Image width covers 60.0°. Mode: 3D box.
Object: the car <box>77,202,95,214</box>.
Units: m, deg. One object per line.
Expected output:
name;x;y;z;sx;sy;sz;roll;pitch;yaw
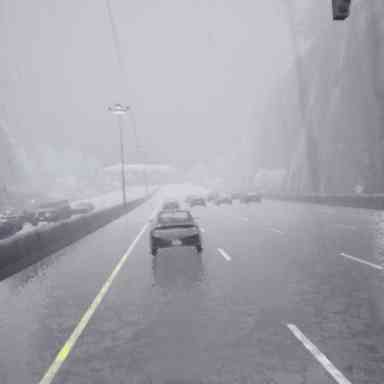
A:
car;-13.239;1.980;40.744;1.882;1.535;5.008;-3;1;-3

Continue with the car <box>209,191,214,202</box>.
car;3.414;0.687;53.942;2.097;1.767;4.553;-3;1;-4

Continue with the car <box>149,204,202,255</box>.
car;-0.696;1.497;13.534;2.128;1.511;4.902;-3;0;-4

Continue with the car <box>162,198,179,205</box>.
car;-2.379;1.442;37.889;1.812;1.442;4.674;-3;1;-4

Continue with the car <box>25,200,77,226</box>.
car;-12.555;1.812;30.064;2.150;2.045;5.566;-3;1;-4

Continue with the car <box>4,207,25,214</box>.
car;-16.235;2.373;32.982;1.895;1.301;4.718;-3;1;-4

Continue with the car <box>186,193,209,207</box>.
car;0.647;1.145;43.338;1.882;1.535;5.008;-3;1;-4

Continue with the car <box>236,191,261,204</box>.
car;7.619;0.739;43.817;1.882;1.535;5.008;-3;1;-4

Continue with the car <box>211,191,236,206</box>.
car;4.107;0.986;43.992;1.812;1.442;4.674;-3;1;-4

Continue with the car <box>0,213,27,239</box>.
car;-11.820;2.227;19.448;1.895;1.301;4.718;-3;0;-4

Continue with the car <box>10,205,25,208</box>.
car;-20.319;2.435;42.105;2.033;1.411;5.357;-3;1;-3
